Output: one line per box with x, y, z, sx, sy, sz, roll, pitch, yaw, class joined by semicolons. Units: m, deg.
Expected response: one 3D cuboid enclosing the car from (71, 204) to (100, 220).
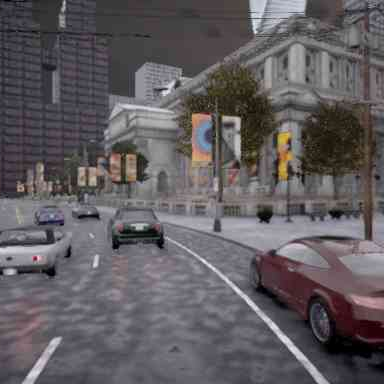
-10.008;1.798;31.130;1.994;1.385;4.181;0;0;-28;car

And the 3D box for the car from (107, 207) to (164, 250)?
-2.699;1.458;15.167;2.097;1.767;4.553;0;0;-17;car

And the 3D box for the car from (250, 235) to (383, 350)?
2.579;1.548;6.340;2.002;1.452;4.674;0;0;-9;car

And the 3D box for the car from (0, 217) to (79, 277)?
-4.900;1.686;10.304;1.895;1.301;4.718;0;0;-12;car

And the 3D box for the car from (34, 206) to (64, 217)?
-10.731;1.748;25.006;2.033;1.411;5.357;0;0;-27;car
